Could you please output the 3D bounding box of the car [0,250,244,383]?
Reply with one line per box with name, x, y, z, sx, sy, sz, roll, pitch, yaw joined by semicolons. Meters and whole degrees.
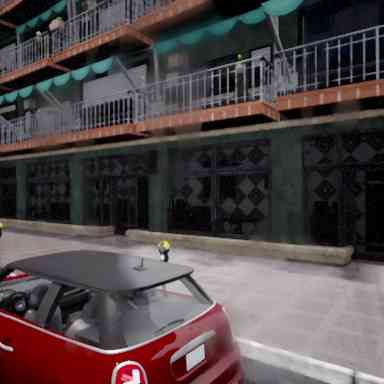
car;-1.550;1.439;3.977;4.097;1.590;1.967;0;0;35
